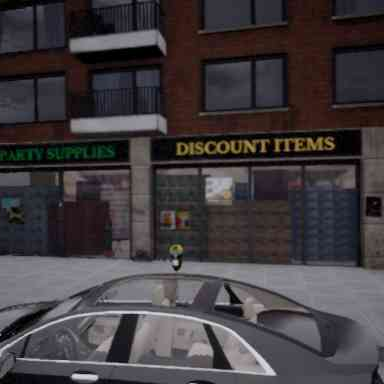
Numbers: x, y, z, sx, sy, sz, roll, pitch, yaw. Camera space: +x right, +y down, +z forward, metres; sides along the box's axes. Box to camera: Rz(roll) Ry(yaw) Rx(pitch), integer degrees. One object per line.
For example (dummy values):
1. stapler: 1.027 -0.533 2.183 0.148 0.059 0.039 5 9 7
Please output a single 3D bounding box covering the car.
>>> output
1. car: -0.592 1.534 3.211 4.403 1.369 2.008 -1 0 12
